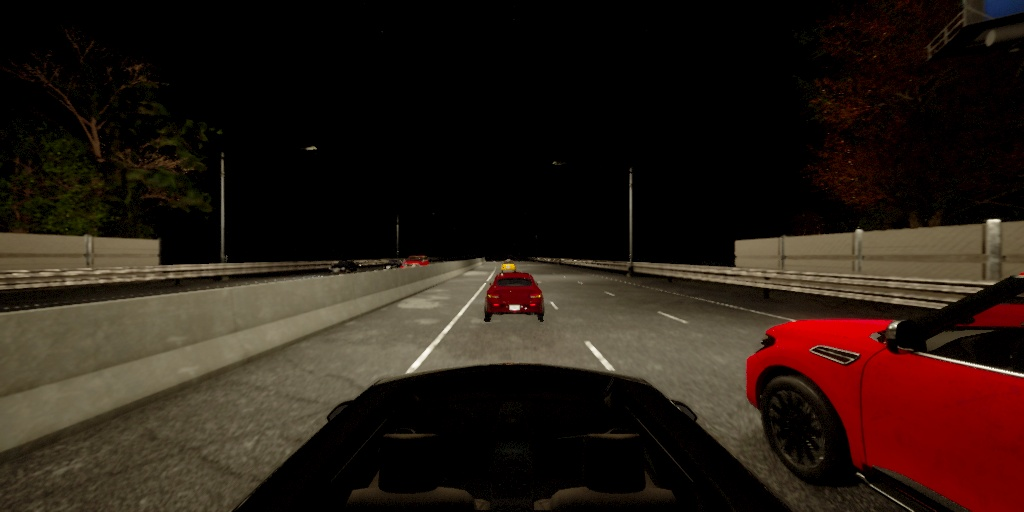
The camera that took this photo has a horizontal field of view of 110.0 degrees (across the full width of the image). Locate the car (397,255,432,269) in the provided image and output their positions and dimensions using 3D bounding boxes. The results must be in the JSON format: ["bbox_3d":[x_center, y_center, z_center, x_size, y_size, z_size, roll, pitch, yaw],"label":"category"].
[{"bbox_3d":[-11.057,0.958,41.330,2.150,2.045,5.566,0,0,-1],"label":"car"}]

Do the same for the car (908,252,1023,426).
[{"bbox_3d":[7.094,0.970,2.660,2.150,2.045,5.566,0,0,0],"label":"car"}]

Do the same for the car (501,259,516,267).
[{"bbox_3d":[-0.427,1.188,44.124,1.801,1.575,5.366,0,0,-1],"label":"car"}]

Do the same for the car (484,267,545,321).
[{"bbox_3d":[0.068,1.274,12.345,1.812,1.442,4.674,0,0,0],"label":"car"}]

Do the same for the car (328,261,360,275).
[{"bbox_3d":[-18.001,1.266,38.763,1.812,1.442,4.674,0,0,-1],"label":"car"}]

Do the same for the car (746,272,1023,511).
[{"bbox_3d":[3.594,0.971,1.478,2.150,2.045,5.566,0,0,0],"label":"car"}]

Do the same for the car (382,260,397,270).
[{"bbox_3d":[-14.634,1.225,44.771,2.128,1.511,4.902,0,0,-1],"label":"car"}]
